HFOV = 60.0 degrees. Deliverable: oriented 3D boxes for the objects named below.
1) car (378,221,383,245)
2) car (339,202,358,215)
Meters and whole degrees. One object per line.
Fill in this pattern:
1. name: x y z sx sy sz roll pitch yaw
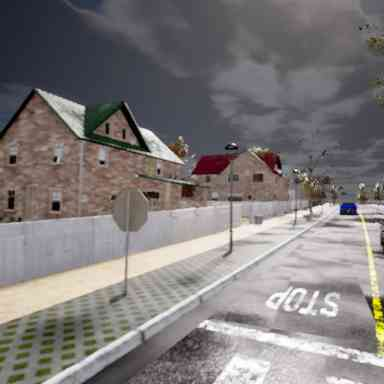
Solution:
1. car: 8.844 1.647 13.604 2.128 1.511 4.902 0 0 26
2. car: 19.335 1.991 41.078 1.882 1.535 5.008 0 -1 26
